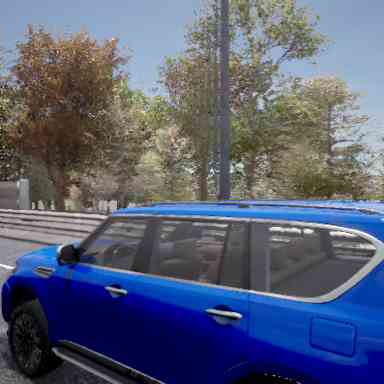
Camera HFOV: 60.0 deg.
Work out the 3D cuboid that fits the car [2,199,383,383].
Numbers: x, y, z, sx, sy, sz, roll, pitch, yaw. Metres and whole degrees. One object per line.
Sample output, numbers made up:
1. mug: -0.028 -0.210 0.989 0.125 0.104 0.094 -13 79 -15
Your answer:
1. car: 0.025 1.104 3.797 5.566 2.045 2.150 0 0 37
